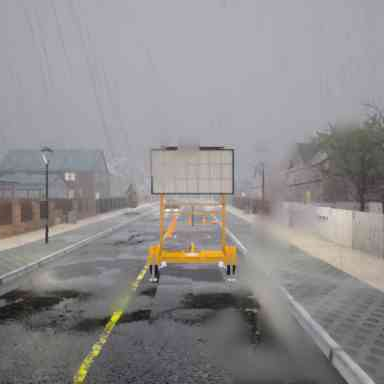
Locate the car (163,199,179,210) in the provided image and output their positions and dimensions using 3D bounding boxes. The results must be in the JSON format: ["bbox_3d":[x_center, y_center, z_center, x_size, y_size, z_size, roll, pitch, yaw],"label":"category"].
[{"bbox_3d":[-2.727,1.653,44.994,1.994,1.385,4.181,0,0,0],"label":"car"}]

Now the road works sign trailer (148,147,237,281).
[{"bbox_3d":[0.019,0.471,9.835,2.380,3.560,2.880,0,0,0],"label":"road works sign trailer"}]
